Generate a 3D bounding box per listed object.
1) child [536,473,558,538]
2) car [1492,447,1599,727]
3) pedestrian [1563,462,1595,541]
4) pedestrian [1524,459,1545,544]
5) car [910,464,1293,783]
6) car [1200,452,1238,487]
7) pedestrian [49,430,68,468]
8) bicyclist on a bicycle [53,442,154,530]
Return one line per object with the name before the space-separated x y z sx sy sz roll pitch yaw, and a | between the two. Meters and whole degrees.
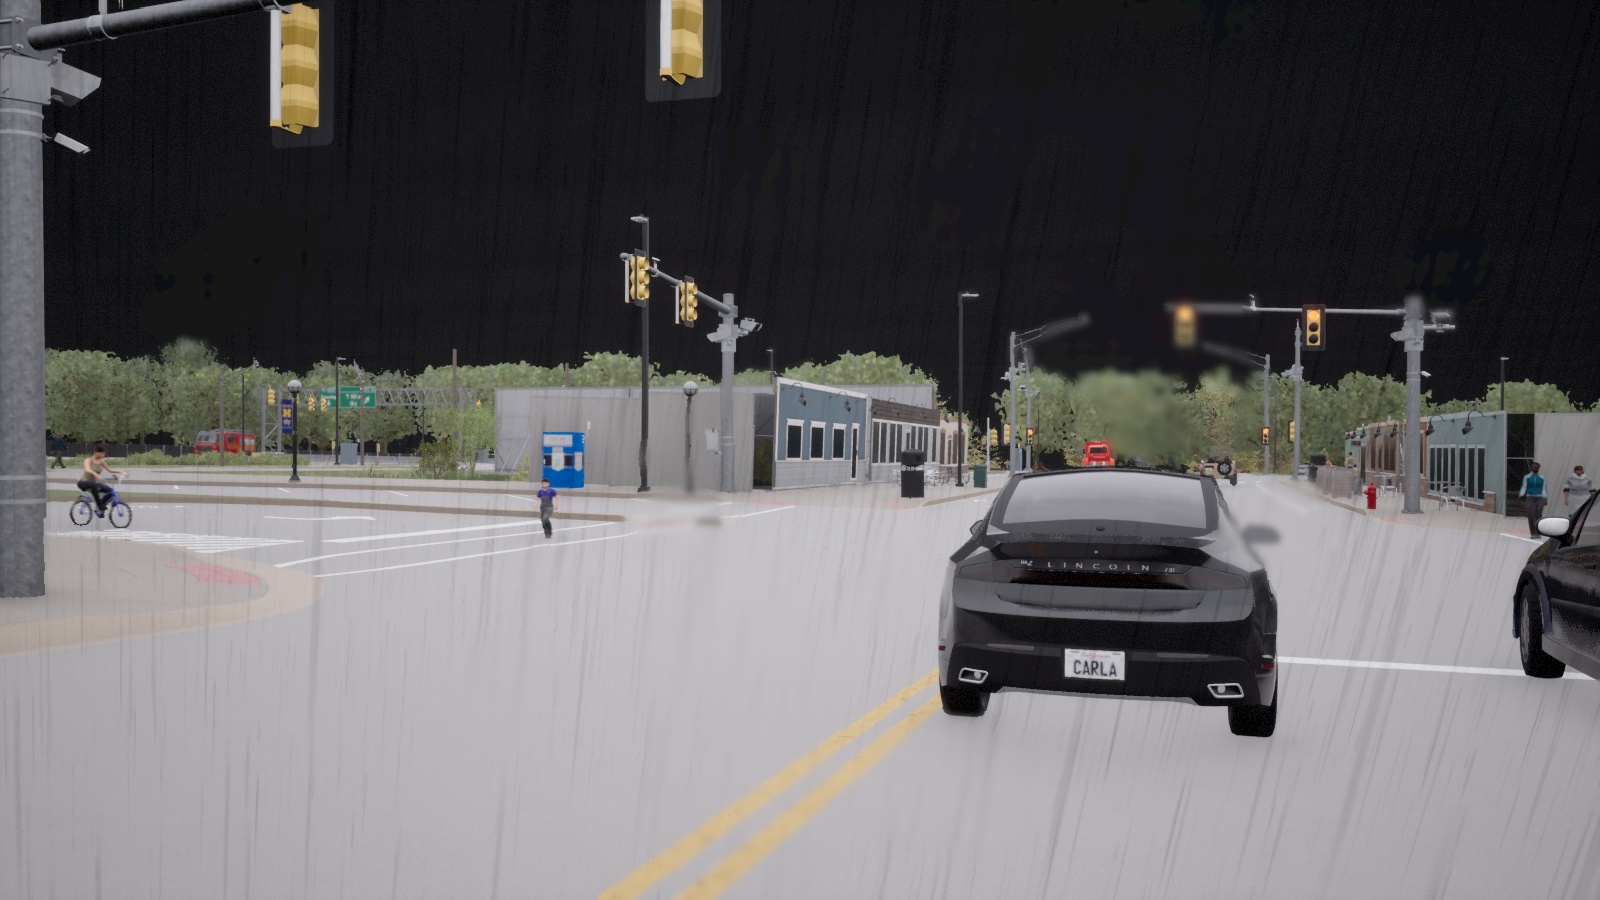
child | -4.994 1.094 24.811 0.270 1.263 0.437 0 1 10
car | 5.806 0.822 7.885 1.851 1.617 3.988 1 -1 18
pedestrian | 19.750 1.293 31.854 0.659 1.952 0.873 1 1 30
pedestrian | 17.043 1.173 29.128 0.396 1.930 0.692 1 1 31
car | 2.155 0.886 8.577 1.837 1.490 4.892 1 -1 17
car | 23.680 1.096 71.105 1.932 1.855 4.605 1 1 17
pedestrian | -35.505 -0.054 60.162 0.402 1.842 0.726 1 1 13
bicyclist on a bicycle | -13.535 0.688 24.411 1.509 1.612 0.866 2 0 16
